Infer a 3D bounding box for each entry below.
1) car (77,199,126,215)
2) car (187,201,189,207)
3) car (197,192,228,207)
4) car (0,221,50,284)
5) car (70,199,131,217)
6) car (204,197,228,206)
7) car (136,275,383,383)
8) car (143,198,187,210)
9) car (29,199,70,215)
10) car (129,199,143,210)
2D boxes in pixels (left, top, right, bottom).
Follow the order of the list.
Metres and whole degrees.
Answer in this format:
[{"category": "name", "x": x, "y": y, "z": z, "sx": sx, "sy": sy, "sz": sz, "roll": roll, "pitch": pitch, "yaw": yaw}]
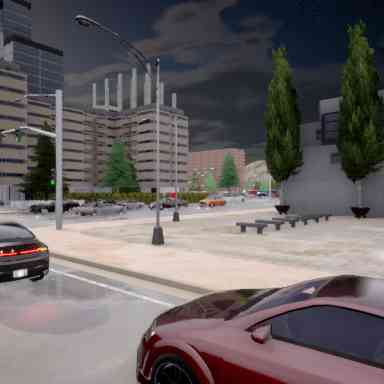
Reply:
[{"category": "car", "x": -9.461, "y": 1.505, "z": 35.123, "sx": 1.837, "sy": 1.490, "sz": 4.892, "roll": 0, "pitch": 0, "yaw": 40}, {"category": "car", "x": -2.414, "y": 1.564, "z": 48.844, "sx": 1.994, "sy": 1.385, "sz": 4.181, "roll": 0, "pitch": 0, "yaw": 41}, {"category": "car", "x": 3.023, "y": 1.352, "z": 49.835, "sx": 2.097, "sy": 1.767, "sz": 4.553, "roll": 0, "pitch": 0, "yaw": 40}, {"category": "car", "x": -5.557, "y": 1.505, "z": 8.734, "sx": 4.892, "sy": 1.490, "sz": 1.837, "roll": 0, "pitch": 0, "yaw": 40}, {"category": "car", "x": -8.361, "y": 1.601, "z": 30.697, "sx": 1.895, "sy": 1.301, "sz": 4.718, "roll": 0, "pitch": 0, "yaw": 40}, {"category": "car", "x": 4.063, "y": 1.564, "z": 56.443, "sx": 1.994, "sy": 1.385, "sz": 4.181, "roll": 0, "pitch": 0, "yaw": 41}, {"category": "car", "x": 1.422, "y": 1.564, "z": 3.226, "sx": 4.181, "sy": 1.385, "sz": 1.994, "roll": 0, "pitch": 0, "yaw": 37}, {"category": "car", "x": -3.379, "y": 1.491, "z": 42.300, "sx": 2.128, "sy": 1.511, "sz": 4.902, "roll": 0, "pitch": 0, "yaw": 40}, {"category": "car", "x": -14.318, "y": 1.478, "z": 34.805, "sx": 1.882, "sy": 1.535, "sz": 5.008, "roll": 0, "pitch": 0, "yaw": 40}, {"category": "car", "x": -8.281, "y": 1.601, "z": 41.930, "sx": 1.895, "sy": 1.301, "sz": 4.718, "roll": 0, "pitch": 0, "yaw": 40}]
